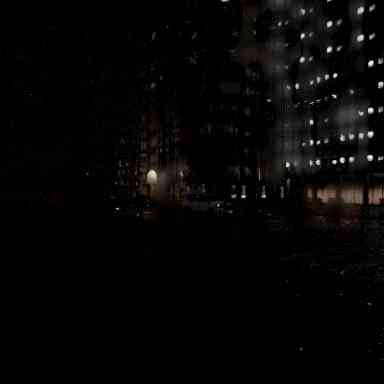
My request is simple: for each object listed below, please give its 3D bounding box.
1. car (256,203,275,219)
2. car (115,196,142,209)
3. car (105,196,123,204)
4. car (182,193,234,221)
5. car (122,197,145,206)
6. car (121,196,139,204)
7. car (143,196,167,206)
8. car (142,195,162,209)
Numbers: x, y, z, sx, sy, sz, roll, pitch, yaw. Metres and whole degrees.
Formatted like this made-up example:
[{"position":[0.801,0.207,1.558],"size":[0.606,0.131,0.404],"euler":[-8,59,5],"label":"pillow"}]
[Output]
[{"position":[4.645,1.439,27.345],"size":[1.812,1.442,4.674],"euler":[1,0,-34],"label":"car"},{"position":[-8.333,1.350,40.912],"size":[1.837,1.490,4.892],"euler":[1,0,-34],"label":"car"},{"position":[-14.686,1.458,62.267],"size":[1.994,1.385,4.181],"euler":[1,0,-34],"label":"car"},{"position":[1.351,1.093,26.429],"size":[2.150,2.045,5.566],"euler":[1,0,-34],"label":"car"},{"position":[-9.738,1.509,54.882],"size":[1.895,1.301,4.718],"euler":[1,0,-34],"label":"car"},{"position":[-11.984,1.461,64.074],"size":[1.812,1.442,4.674],"euler":[1,0,-34],"label":"car"},{"position":[-6.191,1.457,55.413],"size":[1.837,1.490,4.892],"euler":[1,0,-34],"label":"car"},{"position":[-5.822,1.238,43.010],"size":[2.097,1.767,4.553],"euler":[1,-1,-34],"label":"car"}]
